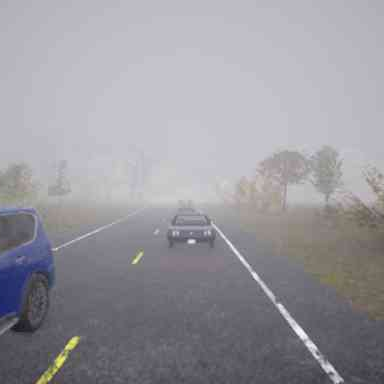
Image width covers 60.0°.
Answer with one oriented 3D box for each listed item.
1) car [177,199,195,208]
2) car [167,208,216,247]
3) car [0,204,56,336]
[{"bbox_3d":[-0.690,1.505,36.636,2.033,1.411,5.357,0,0,-2],"label":"car"},{"bbox_3d":[-0.053,1.591,14.895,1.895,1.301,4.718,0,0,-1],"label":"car"},{"bbox_3d":[-3.536,1.221,3.843,2.150,2.045,5.566,0,0,0],"label":"car"}]
